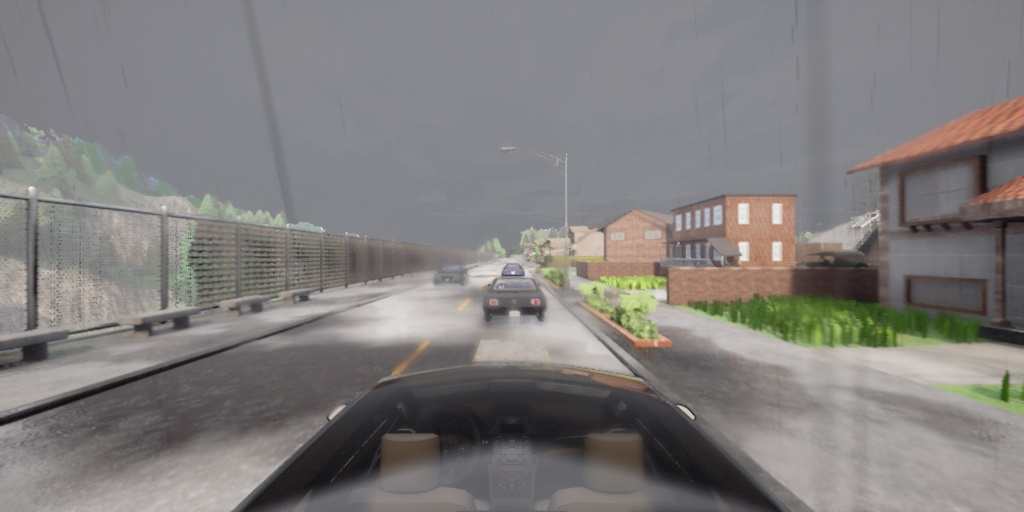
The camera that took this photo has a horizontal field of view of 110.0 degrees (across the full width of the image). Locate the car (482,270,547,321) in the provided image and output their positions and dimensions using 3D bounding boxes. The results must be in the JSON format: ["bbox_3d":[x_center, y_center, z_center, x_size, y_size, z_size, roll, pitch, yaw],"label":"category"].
[{"bbox_3d":[0.086,1.351,12.428,1.895,1.301,4.718,0,0,0],"label":"car"}]

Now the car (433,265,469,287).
[{"bbox_3d":[-4.098,1.315,24.721,1.994,1.385,4.181,0,0,0],"label":"car"}]

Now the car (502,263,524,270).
[{"bbox_3d":[0.095,1.315,30.731,1.994,1.385,4.181,0,0,0],"label":"car"}]
